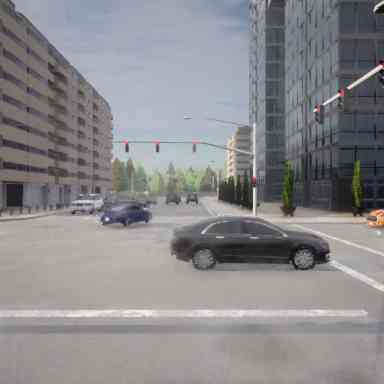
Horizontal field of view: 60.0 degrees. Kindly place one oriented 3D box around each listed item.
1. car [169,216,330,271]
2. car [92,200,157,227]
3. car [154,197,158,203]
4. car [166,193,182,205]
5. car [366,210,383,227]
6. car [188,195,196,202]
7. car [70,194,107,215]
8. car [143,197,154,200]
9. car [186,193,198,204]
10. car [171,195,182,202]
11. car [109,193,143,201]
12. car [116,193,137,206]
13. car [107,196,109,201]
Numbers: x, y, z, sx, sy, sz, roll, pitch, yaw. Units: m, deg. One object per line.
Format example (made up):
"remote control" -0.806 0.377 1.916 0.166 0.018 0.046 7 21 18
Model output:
"car" 1.745 1.531 10.421 4.892 1.490 1.837 0 0 0
"car" -4.538 1.551 23.215 1.812 1.442 4.674 1 0 22
"car" -7.198 1.564 58.356 1.994 1.385 4.181 0 0 1
"car" -3.496 1.222 60.124 2.150 2.045 5.566 0 0 1
"car" 13.575 1.407 21.083 4.553 1.767 2.097 0 0 0
"car" 0.083 1.500 74.517 1.837 1.490 4.892 0 0 1
"car" -10.935 1.221 34.917 2.150 2.045 5.566 0 0 -1
"car" -7.334 1.547 48.336 2.033 1.411 5.357 0 0 1
"car" 0.050 1.221 63.804 2.150 2.045 5.566 0 0 1
"car" -3.418 1.524 74.698 2.128 1.511 4.902 0 0 1
"car" -7.426 1.221 38.092 2.150 2.045 5.566 0 0 1
"car" -10.747 1.221 54.962 2.150 2.045 5.566 0 0 1
"car" -10.876 1.352 44.761 2.097 1.767 4.553 0 0 1
